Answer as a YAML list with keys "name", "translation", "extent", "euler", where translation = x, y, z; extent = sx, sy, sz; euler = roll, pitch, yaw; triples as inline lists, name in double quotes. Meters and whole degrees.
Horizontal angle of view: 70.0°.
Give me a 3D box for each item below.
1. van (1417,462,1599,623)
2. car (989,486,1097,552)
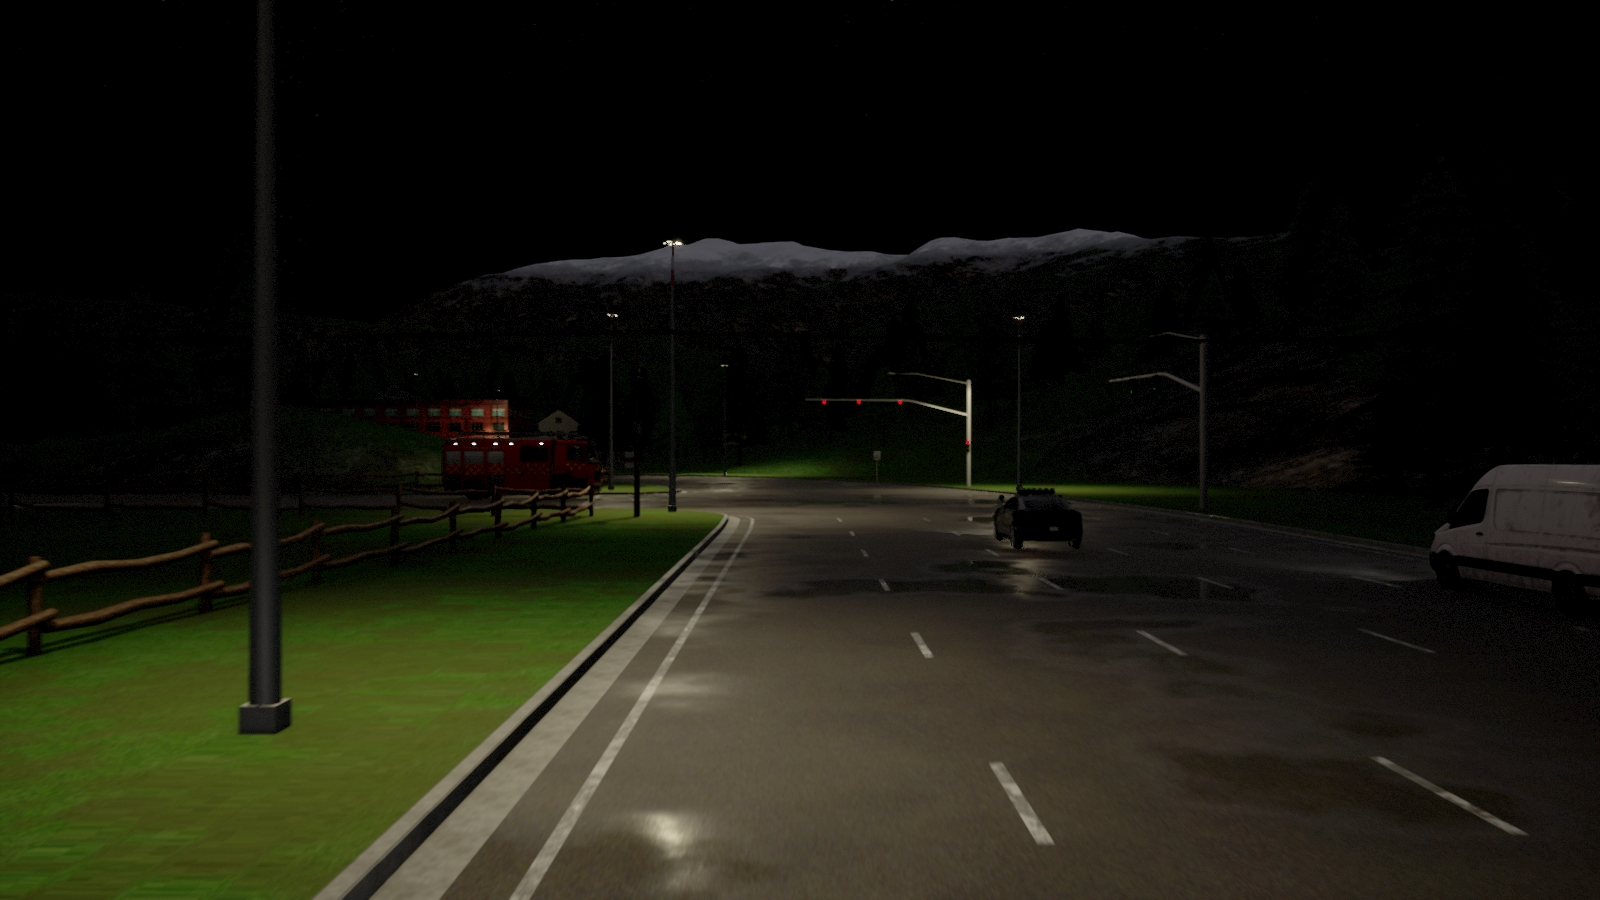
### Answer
- name: "van"
  translation: [13.991, 1.534, 21.116]
  extent: [1.988, 2.561, 5.915]
  euler: [0, 0, 0]
- name: "car"
  translation: [7.105, 1.982, 33.985]
  extent: [2.097, 1.638, 5.238]
  euler: [0, 0, 0]
